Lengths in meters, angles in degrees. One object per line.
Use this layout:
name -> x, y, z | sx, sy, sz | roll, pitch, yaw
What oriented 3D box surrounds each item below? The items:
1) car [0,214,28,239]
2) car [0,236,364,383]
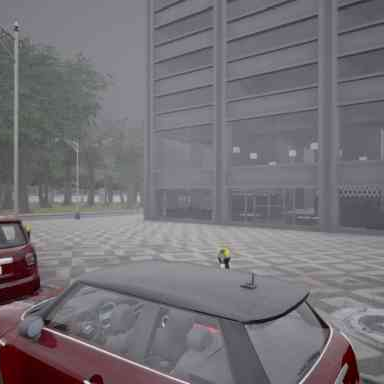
car -> -5.015, 1.315, 6.528 | 5.009, 1.841, 2.192 | 0, 0, 35
car -> -0.584, 1.440, 3.376 | 4.097, 1.590, 1.967 | 0, 0, 35
